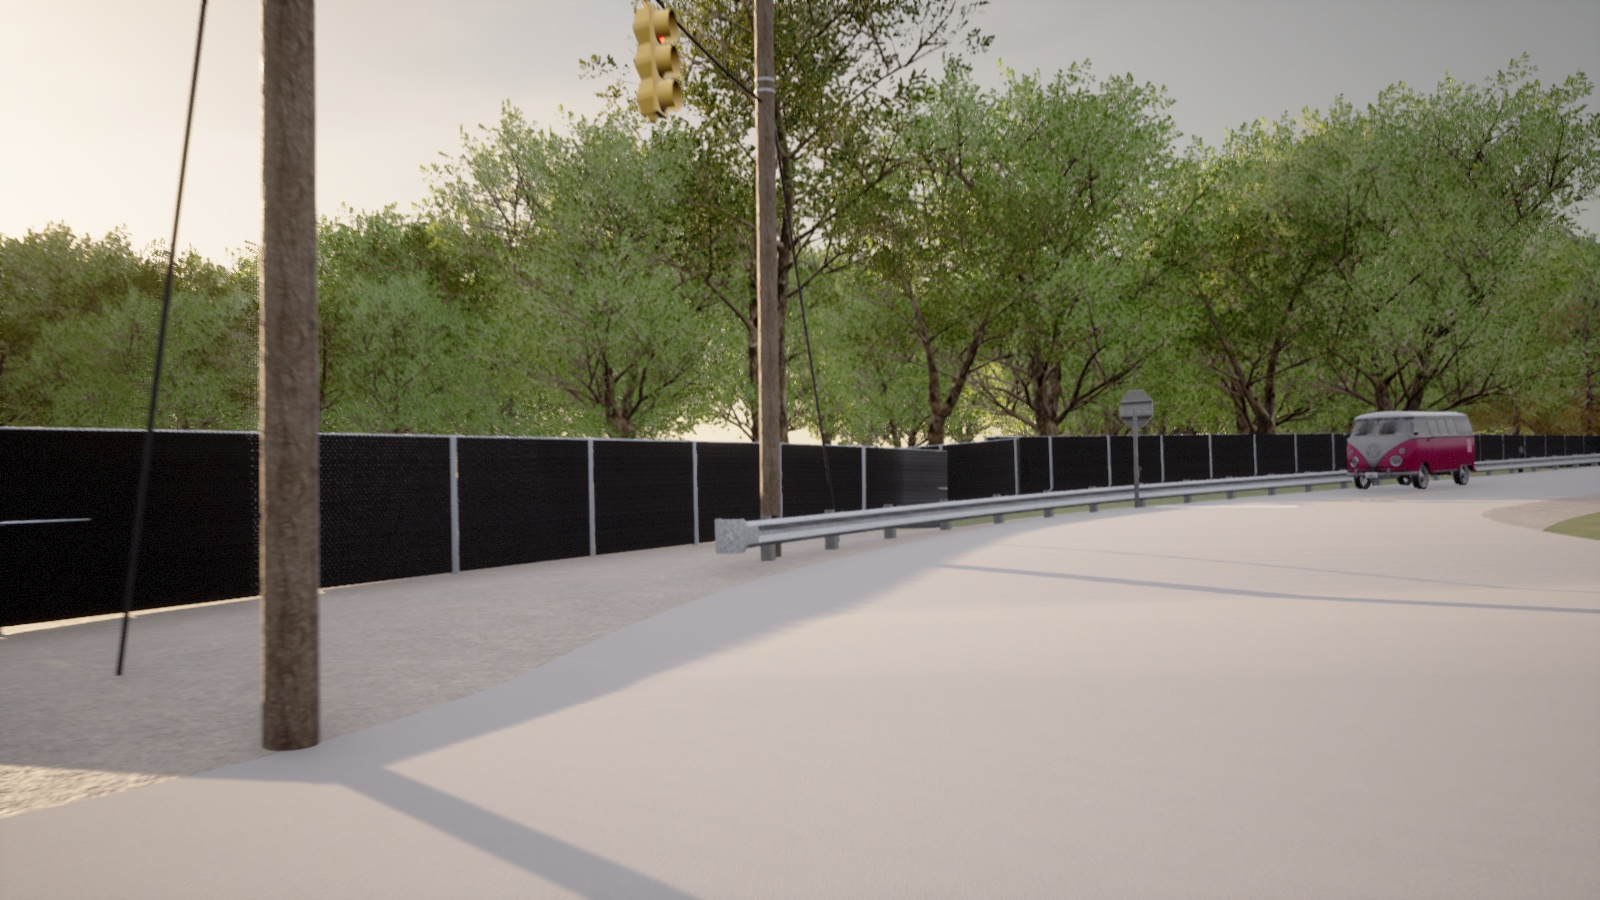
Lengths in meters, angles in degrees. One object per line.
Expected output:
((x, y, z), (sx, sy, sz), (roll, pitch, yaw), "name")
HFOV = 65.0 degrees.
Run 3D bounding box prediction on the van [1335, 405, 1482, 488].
((15.892, -0.111, 32.693), (4.442, 1.987, 1.775), (-2, -1, -41), "van")
